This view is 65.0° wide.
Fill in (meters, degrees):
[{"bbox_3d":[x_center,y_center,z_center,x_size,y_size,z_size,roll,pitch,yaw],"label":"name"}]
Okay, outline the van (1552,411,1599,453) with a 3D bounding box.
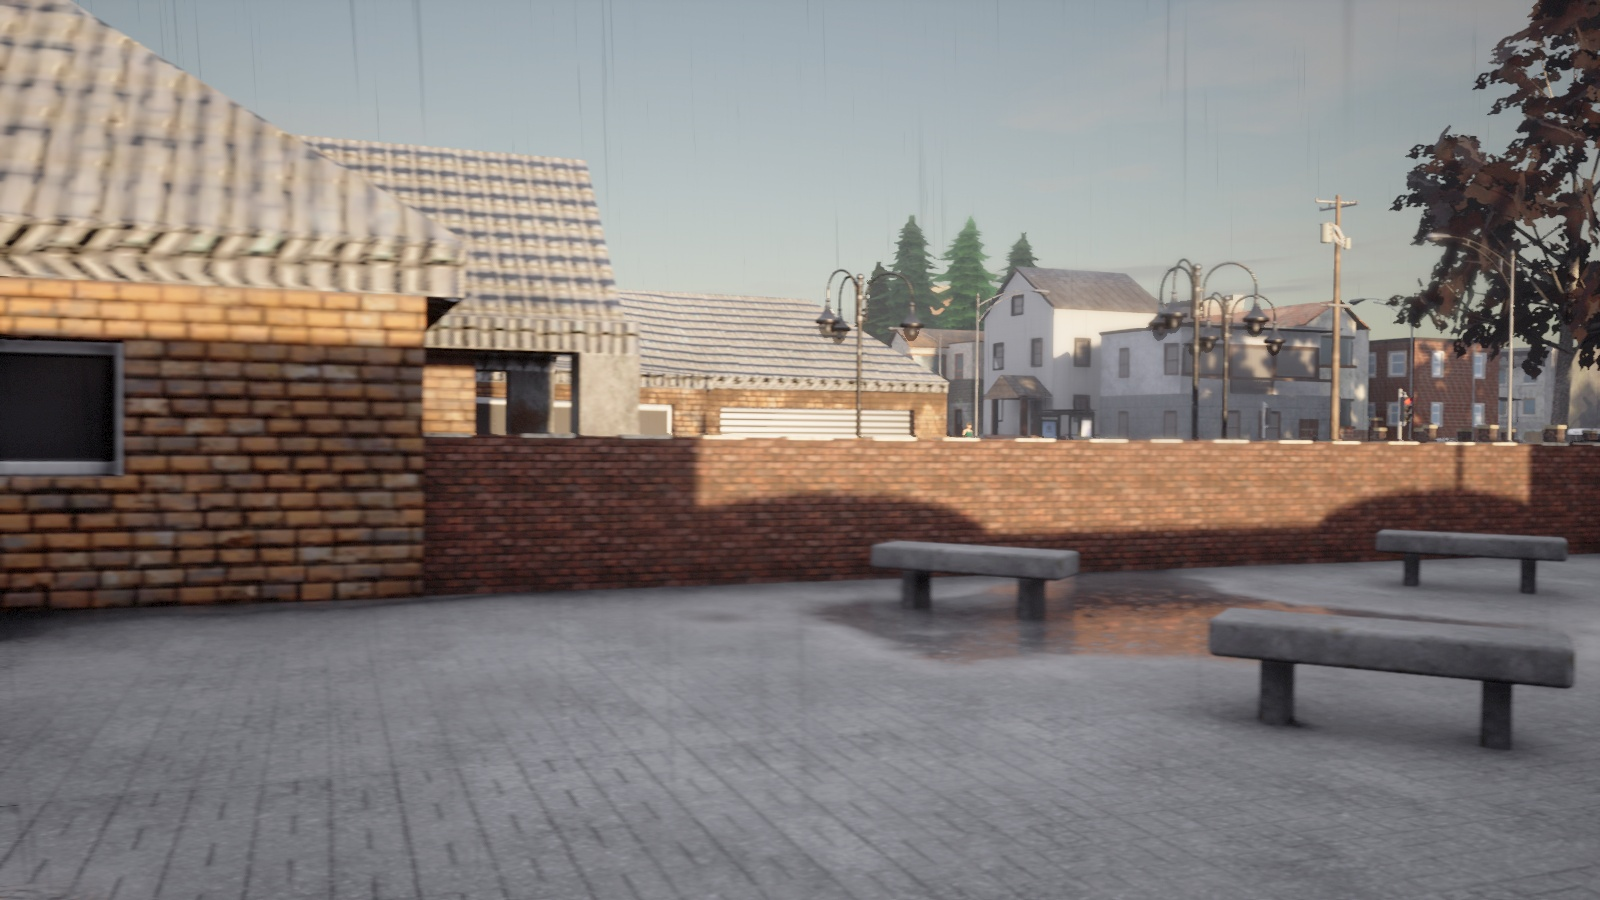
[{"bbox_3d":[40.472,-0.930,63.357,4.480,2.038,2.069,-1,1,-23],"label":"van"}]
